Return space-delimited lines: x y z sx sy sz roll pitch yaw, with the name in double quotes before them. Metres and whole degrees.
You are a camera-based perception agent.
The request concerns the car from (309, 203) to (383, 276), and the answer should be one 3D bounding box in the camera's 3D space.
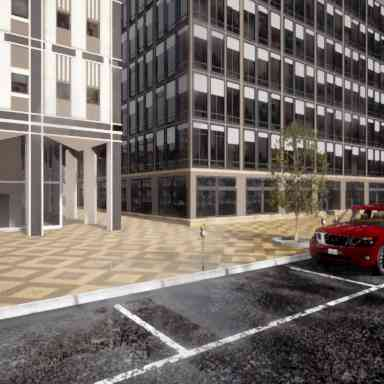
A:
"car" 5.885 1.314 10.588 5.009 1.841 2.192 0 0 -36
